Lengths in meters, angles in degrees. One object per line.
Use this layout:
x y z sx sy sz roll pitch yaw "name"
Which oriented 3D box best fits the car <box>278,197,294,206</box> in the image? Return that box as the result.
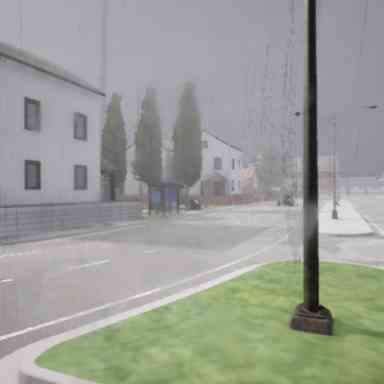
15.104 1.445 53.441 1.994 1.385 4.181 0 0 24 "car"
